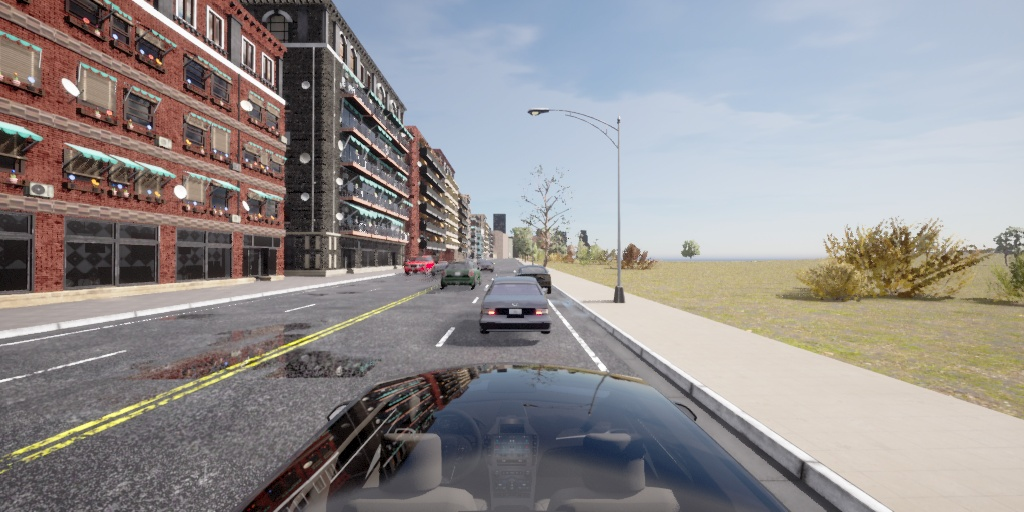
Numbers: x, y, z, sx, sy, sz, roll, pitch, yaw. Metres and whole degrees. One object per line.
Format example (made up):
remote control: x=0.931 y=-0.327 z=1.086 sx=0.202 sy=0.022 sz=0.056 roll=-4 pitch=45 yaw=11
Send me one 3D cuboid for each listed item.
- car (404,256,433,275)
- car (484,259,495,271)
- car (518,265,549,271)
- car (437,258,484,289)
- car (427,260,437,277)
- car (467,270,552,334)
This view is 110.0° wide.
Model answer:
car: x=-9.888 y=0.973 z=38.668 sx=2.150 sy=2.045 sz=5.566 roll=0 pitch=0 yaw=0
car: x=-3.178 y=1.297 z=44.333 sx=2.033 sy=1.411 sz=5.357 roll=0 pitch=0 yaw=-2
car: x=1.118 y=1.230 z=20.350 sx=1.882 sy=1.535 sz=5.008 roll=0 pitch=0 yaw=0
car: x=-3.171 y=1.103 z=23.010 sx=2.097 sy=1.767 sz=4.553 roll=0 pitch=0 yaw=0
car: x=-6.635 y=1.316 z=35.268 sx=1.994 sy=1.385 sz=4.181 roll=0 pitch=0 yaw=0
car: x=0.093 y=1.299 z=10.586 sx=2.033 sy=1.411 sz=5.357 roll=0 pitch=0 yaw=0
